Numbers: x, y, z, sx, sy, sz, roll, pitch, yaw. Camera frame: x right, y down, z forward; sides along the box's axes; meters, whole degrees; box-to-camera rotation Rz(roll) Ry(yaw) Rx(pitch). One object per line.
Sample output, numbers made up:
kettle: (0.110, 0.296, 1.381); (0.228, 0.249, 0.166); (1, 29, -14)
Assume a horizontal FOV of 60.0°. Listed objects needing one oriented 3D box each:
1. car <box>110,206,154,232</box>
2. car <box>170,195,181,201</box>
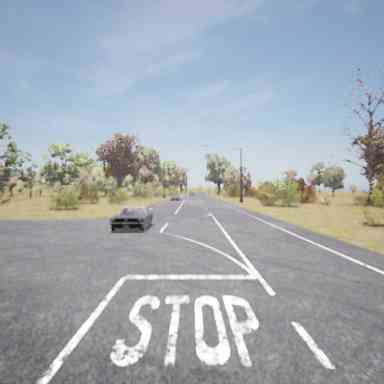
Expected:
car: (-3.455, 1.530, 19.704); (1.895, 1.301, 4.718); (0, 0, 0)
car: (-3.429, 1.275, 70.098); (1.994, 1.385, 4.181); (0, 0, 0)
